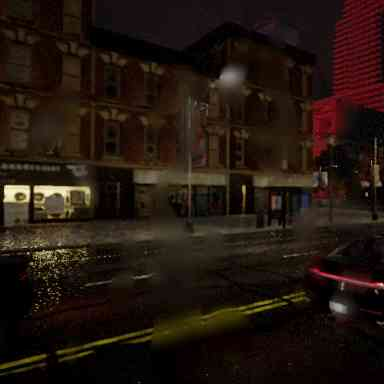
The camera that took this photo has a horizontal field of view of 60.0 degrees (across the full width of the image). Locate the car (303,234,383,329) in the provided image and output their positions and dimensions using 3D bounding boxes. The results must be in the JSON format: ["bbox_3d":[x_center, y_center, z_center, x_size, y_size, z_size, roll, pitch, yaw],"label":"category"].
[{"bbox_3d":[4.260,1.591,6.470,4.902,1.511,2.128,1,-1,-34],"label":"car"}]

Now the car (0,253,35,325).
[{"bbox_3d":[-4.998,1.492,4.717,5.008,1.535,1.882,1,-1,-34],"label":"car"}]
